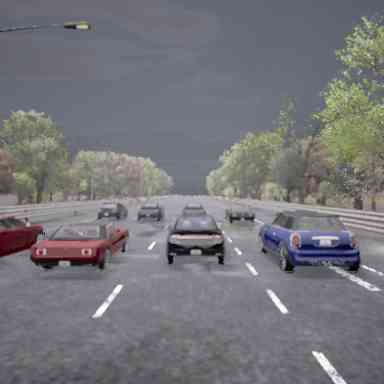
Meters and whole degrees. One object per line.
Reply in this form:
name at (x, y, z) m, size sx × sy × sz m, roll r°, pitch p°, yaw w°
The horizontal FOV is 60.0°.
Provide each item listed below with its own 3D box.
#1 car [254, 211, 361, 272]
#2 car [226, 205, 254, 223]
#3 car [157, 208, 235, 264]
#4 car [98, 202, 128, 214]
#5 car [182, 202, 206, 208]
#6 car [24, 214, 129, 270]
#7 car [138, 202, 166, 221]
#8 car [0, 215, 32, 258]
car at (3.619, 1.395, 11.107) m, size 2.097 × 1.767 × 4.553 m, roll 0°, pitch 0°, yaw 0°
car at (3.665, 1.708, 26.303) m, size 1.895 × 1.301 × 4.718 m, roll 0°, pitch 0°, yaw 0°
car at (0.122, 1.533, 12.021) m, size 2.128 × 1.511 × 4.902 m, roll 0°, pitch 0°, yaw 0°
car at (-6.825, 1.631, 28.874) m, size 1.812 × 1.442 × 4.674 m, roll 0°, pitch 0°, yaw 0°
car at (0.168, 1.602, 27.826) m, size 2.128 × 1.511 × 4.902 m, roll 0°, pitch 0°, yaw 0°
car at (-3.379, 1.634, 11.094) m, size 1.895 × 1.301 × 4.718 m, roll 0°, pitch 0°, yaw 0°
car at (-3.330, 1.597, 27.804) m, size 2.128 × 1.511 × 4.902 m, roll 0°, pitch 0°, yaw 0°
car at (-6.880, 1.507, 11.417) m, size 1.882 × 1.535 × 5.008 m, roll 0°, pitch 0°, yaw 0°
